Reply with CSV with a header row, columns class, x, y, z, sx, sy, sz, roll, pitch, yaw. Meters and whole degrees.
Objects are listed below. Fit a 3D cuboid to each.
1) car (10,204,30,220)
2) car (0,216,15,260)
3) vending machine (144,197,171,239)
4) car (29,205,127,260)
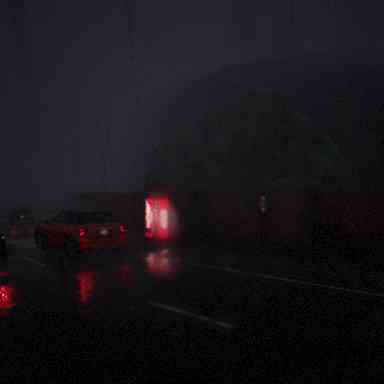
class,x,y,z,sx,sy,sz,roll,pitch,yaw
car,-14.361,1.783,28.222,1.812,1.442,4.674,0,0,-26
car,-8.116,1.645,12.072,1.812,1.442,4.674,0,-1,-42
vending machine,-1.794,1.321,17.379,1.100,2.100,0.880,0,-1,-41
car,-4.573,1.464,13.364,2.097,1.767,4.553,0,-1,-43
